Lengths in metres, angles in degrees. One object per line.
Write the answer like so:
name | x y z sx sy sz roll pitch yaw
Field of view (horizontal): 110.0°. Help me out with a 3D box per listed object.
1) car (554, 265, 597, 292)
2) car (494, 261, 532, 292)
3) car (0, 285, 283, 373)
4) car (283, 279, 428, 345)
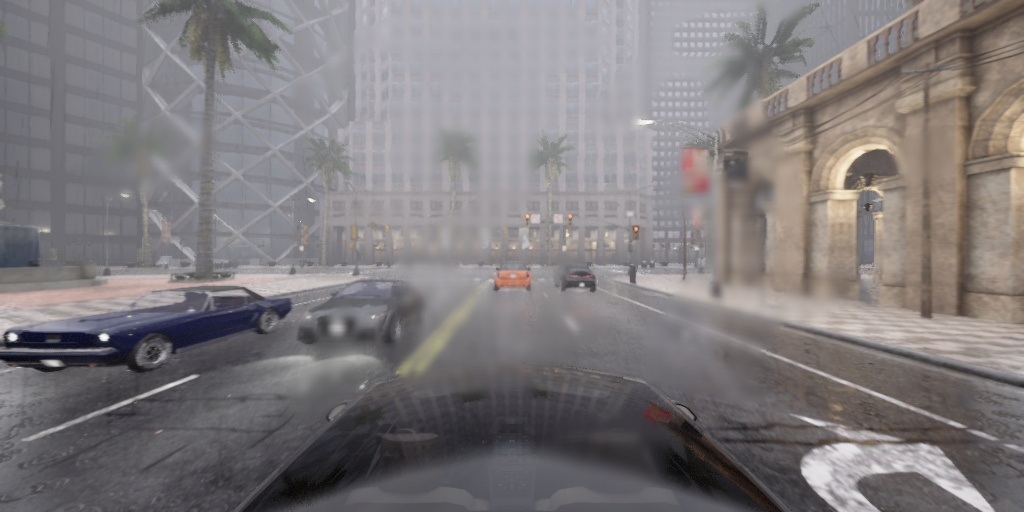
car | 3.608 1.235 20.876 1.837 1.490 4.892 0 0 0
car | 0.072 1.081 21.255 2.097 1.767 4.553 0 0 0
car | -7.036 1.342 7.715 1.895 1.301 4.718 0 0 1
car | -3.570 1.305 9.357 1.994 1.385 4.181 0 0 1
